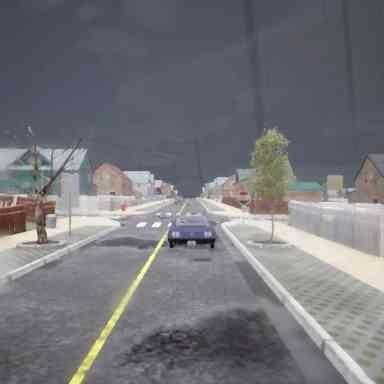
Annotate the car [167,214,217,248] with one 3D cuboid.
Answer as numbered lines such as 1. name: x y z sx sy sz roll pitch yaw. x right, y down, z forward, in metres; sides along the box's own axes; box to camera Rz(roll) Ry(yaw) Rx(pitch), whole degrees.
1. car: 0.000 1.628 14.682 1.895 1.301 4.718 0 0 0

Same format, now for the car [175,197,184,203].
1. car: -2.750 1.733 73.125 1.994 1.385 4.181 0 0 0
